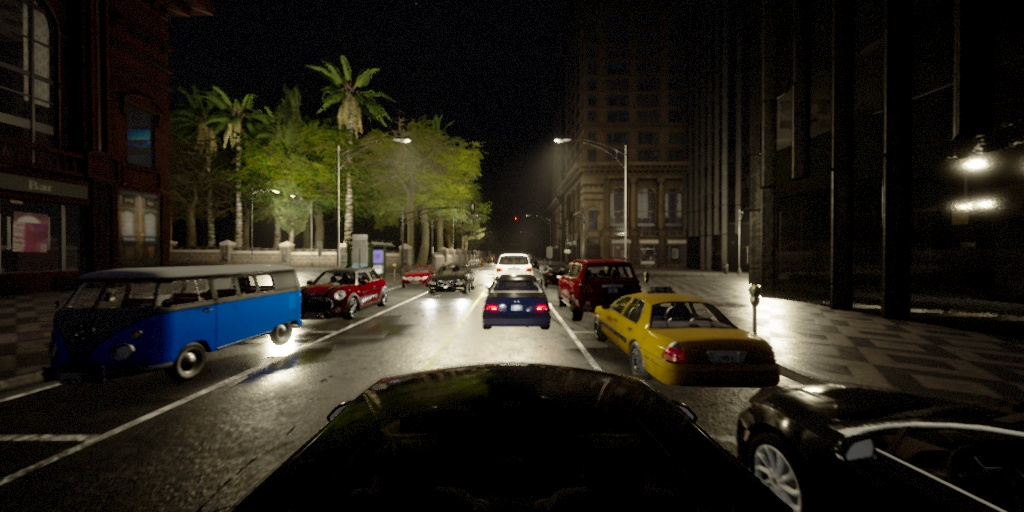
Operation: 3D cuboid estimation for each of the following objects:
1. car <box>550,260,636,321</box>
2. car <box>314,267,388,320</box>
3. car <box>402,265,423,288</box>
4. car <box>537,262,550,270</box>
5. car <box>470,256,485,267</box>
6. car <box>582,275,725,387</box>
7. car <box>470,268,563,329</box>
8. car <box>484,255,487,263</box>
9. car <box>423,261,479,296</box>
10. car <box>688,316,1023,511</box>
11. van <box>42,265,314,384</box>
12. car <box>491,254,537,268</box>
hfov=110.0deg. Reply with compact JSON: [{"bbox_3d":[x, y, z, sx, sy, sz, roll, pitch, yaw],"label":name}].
[{"bbox_3d":[2.766,1.025,12.179,2.192,1.841,5.009,0,0,0],"label":"car"},{"bbox_3d":[-5.759,1.150,12.198,1.967,1.591,4.097,0,0,0],"label":"car"},{"bbox_3d":[-5.756,1.249,23.051,1.802,1.307,4.207,0,0,0],"label":"car"},{"bbox_3d":[2.770,1.233,23.030,1.948,1.339,4.313,0,0,0],"label":"car"},{"bbox_3d":[-5.744,1.081,54.910,2.007,1.370,4.403,0,0,0],"label":"car"},{"bbox_3d":[2.764,1.256,6.924,1.751,1.417,4.829,0,0,0],"label":"car"},{"bbox_3d":[0.106,1.262,10.998,2.033,1.411,5.357,0,0,0],"label":"car"},{"bbox_3d":[-5.742,0.946,60.330,1.967,1.591,4.097,0,0,0],"label":"car"},{"bbox_3d":[-3.041,1.190,18.911,1.837,1.490,4.892,0,0,1],"label":"car"},{"bbox_3d":[2.762,1.302,1.329,2.007,1.370,4.403,0,0,0],"label":"car"},{"bbox_3d":[-5.761,1.072,6.772,1.690,1.789,3.998,0,0,0],"label":"van"},{"bbox_3d":[0.107,0.895,21.567,2.150,2.045,5.566,0,0,0],"label":"car"}]
